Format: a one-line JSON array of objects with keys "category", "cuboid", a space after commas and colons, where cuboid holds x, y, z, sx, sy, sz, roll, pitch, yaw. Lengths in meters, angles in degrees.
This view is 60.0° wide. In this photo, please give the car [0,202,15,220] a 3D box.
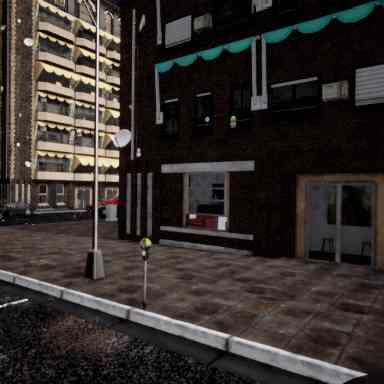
[{"category": "car", "cuboid": [-17.756, 1.567, 27.291, 1.882, 1.535, 5.008, 1, 0, 36]}]

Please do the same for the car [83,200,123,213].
[{"category": "car", "cuboid": [-10.895, 1.717, 41.047, 1.887, 1.381, 4.507, 1, 0, 36]}]

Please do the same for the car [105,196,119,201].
[{"category": "car", "cuboid": [-8.583, 1.442, 39.813, 2.150, 2.045, 5.566, 1, 0, 35]}]

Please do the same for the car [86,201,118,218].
[{"category": "car", "cuboid": [-7.441, 1.829, 31.613, 1.947, 1.339, 4.313, 1, 0, 36]}]

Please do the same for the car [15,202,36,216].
[{"category": "car", "cuboid": [-17.464, 1.631, 32.141, 2.008, 1.369, 4.403, 1, 0, 36]}]

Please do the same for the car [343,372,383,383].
[{"category": "car", "cuboid": [2.658, 1.551, 1.118, 4.403, 1.369, 2.008, 0, 1, 36]}]
